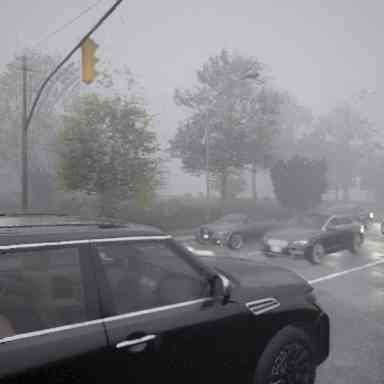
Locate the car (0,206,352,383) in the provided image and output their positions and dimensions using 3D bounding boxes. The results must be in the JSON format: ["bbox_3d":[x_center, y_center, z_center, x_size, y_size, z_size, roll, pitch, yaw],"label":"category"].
[{"bbox_3d":[-1.076,1.227,3.058,5.566,2.045,2.150,0,0,-36],"label":"car"}]

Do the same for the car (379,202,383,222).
[{"bbox_3d":[17.146,1.548,26.649,4.902,1.511,2.128,0,0,-40],"label":"car"}]

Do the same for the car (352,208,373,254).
[{"bbox_3d":[4.445,1.509,11.928,4.902,1.511,2.128,0,0,-41],"label":"car"}]

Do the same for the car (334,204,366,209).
[{"bbox_3d":[9.111,1.534,20.033,4.892,1.490,1.837,0,0,-39],"label":"car"}]

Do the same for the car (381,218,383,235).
[{"bbox_3d":[11.912,1.503,17.796,5.008,1.535,1.882,0,0,-39],"label":"car"}]

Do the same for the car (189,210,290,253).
[{"bbox_3d":[2.136,1.586,14.499,4.181,1.385,1.994,0,0,-38],"label":"car"}]
